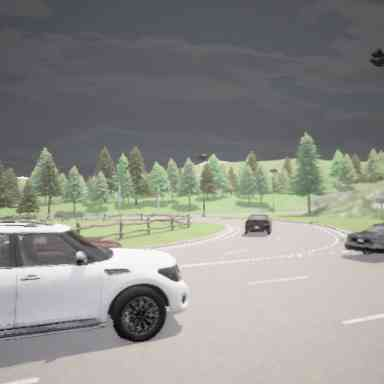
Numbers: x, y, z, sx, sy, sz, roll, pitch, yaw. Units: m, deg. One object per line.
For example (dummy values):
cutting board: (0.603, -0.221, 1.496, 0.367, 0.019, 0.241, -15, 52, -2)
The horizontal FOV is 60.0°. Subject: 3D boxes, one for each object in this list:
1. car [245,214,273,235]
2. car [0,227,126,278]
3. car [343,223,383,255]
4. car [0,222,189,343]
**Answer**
car: (5.328, 2.488, 26.441, 1.882, 1.535, 5.008, -1, -2, 15)
car: (-5.007, 2.188, 12.635, 4.674, 1.442, 1.812, 0, -3, -21)
car: (9.043, 1.952, 14.099, 5.357, 1.411, 2.033, 0, -3, -21)
car: (-2.878, 1.553, 5.928, 5.566, 2.045, 2.150, -1, -2, -21)
